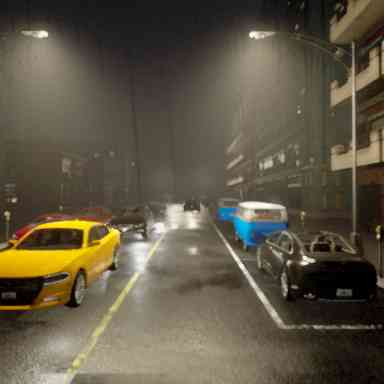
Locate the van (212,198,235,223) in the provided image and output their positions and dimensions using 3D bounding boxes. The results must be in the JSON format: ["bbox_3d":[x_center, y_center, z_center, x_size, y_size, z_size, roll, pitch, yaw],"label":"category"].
[{"bbox_3d":[2.706,1.332,24.815,1.690,1.788,3.998,1,0,0],"label":"van"}]

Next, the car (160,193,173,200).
[{"bbox_3d":[-5.676,1.508,69.420,1.947,1.339,4.313,1,0,0],"label":"car"}]

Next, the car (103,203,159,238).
[{"bbox_3d":[-3.088,1.499,17.777,1.837,1.490,4.892,0,0,0],"label":"car"}]

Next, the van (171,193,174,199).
[{"bbox_3d":[-5.671,1.275,75.000,1.690,1.788,3.998,1,0,0],"label":"van"}]

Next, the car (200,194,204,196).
[{"bbox_3d":[2.705,1.495,63.881,1.887,1.381,4.507,1,0,0],"label":"car"}]

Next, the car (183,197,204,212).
[{"bbox_3d":[0.001,1.546,37.946,1.994,1.385,4.181,0,0,0],"label":"car"}]

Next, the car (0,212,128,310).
[{"bbox_3d":[-3.088,1.475,8.127,1.882,1.535,5.008,0,0,0],"label":"car"}]

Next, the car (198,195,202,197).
[{"bbox_3d":[0.006,1.535,48.573,1.994,1.385,4.181,0,0,0],"label":"car"}]

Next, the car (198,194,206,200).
[{"bbox_3d":[2.708,1.344,91.783,1.967,1.590,4.097,1,0,0],"label":"car"}]

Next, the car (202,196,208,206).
[{"bbox_3d":[2.704,1.538,47.138,1.947,1.339,4.313,1,0,0],"label":"car"}]

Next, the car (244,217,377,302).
[{"bbox_3d":[2.702,1.548,8.073,2.008,1.369,4.403,1,0,0],"label":"car"}]

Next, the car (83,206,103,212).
[{"bbox_3d":[-5.678,1.539,19.198,1.887,1.381,4.507,1,0,0],"label":"car"}]

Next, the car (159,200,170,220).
[{"bbox_3d":[-3.089,1.590,28.105,1.895,1.301,4.718,0,0,0],"label":"car"}]

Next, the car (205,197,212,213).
[{"bbox_3d":[2.703,1.508,36.146,1.752,1.417,4.829,1,0,0],"label":"car"}]

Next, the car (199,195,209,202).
[{"bbox_3d":[2.705,1.484,75.042,2.008,1.369,4.403,1,0,0],"label":"car"}]

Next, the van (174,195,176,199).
[{"bbox_3d":[-5.671,1.256,86.160,1.690,1.788,3.998,1,0,0],"label":"van"}]

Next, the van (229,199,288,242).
[{"bbox_3d":[2.705,1.336,13.652,1.690,1.788,3.998,1,0,0],"label":"van"}]

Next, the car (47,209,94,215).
[{"bbox_3d":[-5.679,1.578,13.618,1.802,1.307,4.206,1,0,0],"label":"car"}]
